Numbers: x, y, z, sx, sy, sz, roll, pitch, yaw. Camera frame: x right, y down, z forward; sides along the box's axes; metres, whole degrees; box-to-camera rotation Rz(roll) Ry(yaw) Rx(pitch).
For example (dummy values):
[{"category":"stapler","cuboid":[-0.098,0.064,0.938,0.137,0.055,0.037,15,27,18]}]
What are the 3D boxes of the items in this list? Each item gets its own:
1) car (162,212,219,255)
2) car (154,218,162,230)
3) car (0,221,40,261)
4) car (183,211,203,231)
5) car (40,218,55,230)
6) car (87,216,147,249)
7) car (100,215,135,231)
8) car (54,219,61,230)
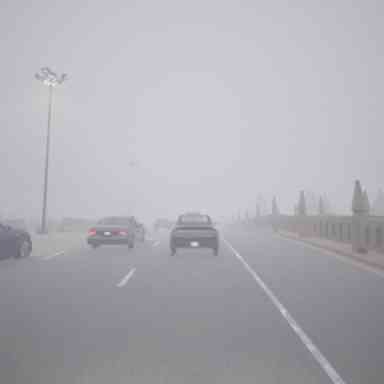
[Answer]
[{"category":"car","cuboid":[0.099,1.705,14.133,2.128,1.511,4.902,0,-2,0]},{"category":"car","cuboid":[-3.400,3.791,39.395,2.128,1.511,4.902,0,-6,0]},{"category":"car","cuboid":[-6.903,1.448,10.294,2.097,1.767,4.553,0,-1,0]},{"category":"car","cuboid":[0.100,3.364,37.970,2.150,2.045,5.566,0,-6,0]},{"category":"car","cuboid":[-21.069,4.670,48.692,2.097,1.767,4.553,0,-6,0]},{"category":"car","cuboid":[-3.400,1.832,15.865,2.033,1.411,5.357,0,-3,0]},{"category":"car","cuboid":[-6.900,2.982,31.442,2.033,1.411,5.357,0,-6,0]},{"category":"car","cuboid":[-17.572,4.847,48.504,2.033,1.411,5.357,0,-6,0]}]
